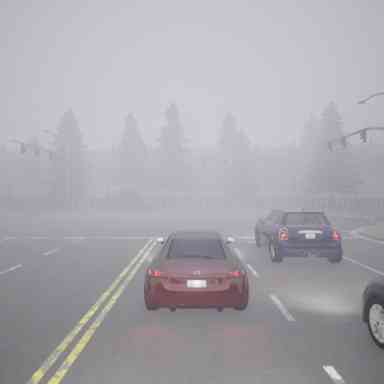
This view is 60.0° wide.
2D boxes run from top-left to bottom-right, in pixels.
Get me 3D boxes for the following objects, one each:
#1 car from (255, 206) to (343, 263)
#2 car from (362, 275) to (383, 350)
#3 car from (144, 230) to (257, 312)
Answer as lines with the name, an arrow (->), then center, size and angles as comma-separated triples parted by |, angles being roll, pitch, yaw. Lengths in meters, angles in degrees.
car -> 3.636, 1.350, 12.159 | 2.097, 1.767, 4.553 | 0, 0, 2
car -> 3.592, 1.504, 3.315 | 1.837, 1.490, 4.892 | 0, 0, 0
car -> 0.081, 1.562, 7.788 | 1.994, 1.385, 4.181 | 0, 0, 0
